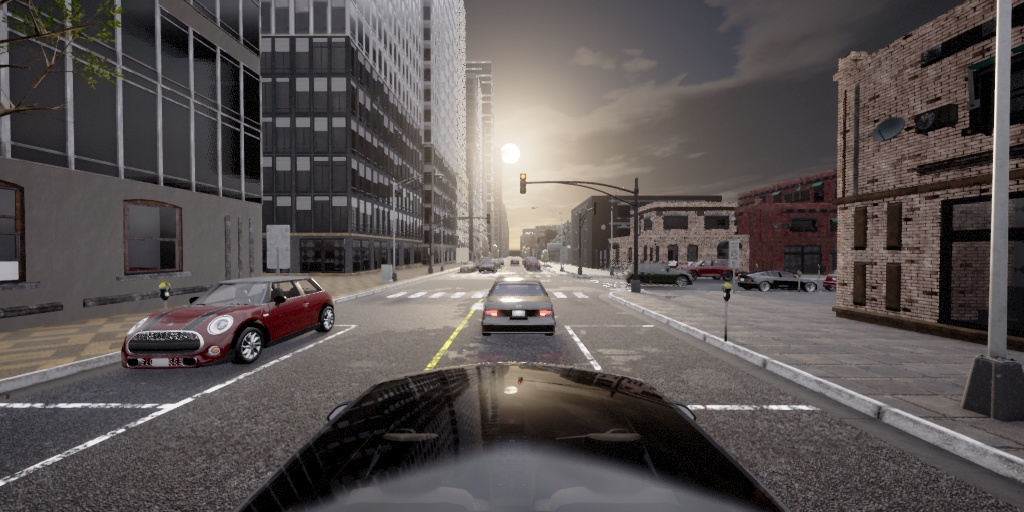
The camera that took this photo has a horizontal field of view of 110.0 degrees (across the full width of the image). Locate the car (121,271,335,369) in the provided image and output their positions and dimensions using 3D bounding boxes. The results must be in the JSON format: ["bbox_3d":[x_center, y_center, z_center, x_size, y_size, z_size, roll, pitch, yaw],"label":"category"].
[{"bbox_3d":[-5.654,1.188,7.774,1.967,1.591,4.097,0,0,0],"label":"car"}]

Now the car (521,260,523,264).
[{"bbox_3d":[3.094,1.051,62.542,2.192,1.841,5.009,0,0,0],"label":"car"}]

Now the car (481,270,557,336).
[{"bbox_3d":[0.157,1.295,10.338,2.033,1.411,5.357,0,0,0],"label":"car"}]

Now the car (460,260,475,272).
[{"bbox_3d":[-5.539,1.265,45.552,1.751,1.417,4.829,0,0,0],"label":"car"}]

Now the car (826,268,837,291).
[{"bbox_3d":[22.095,1.473,22.393,4.097,1.591,1.967,0,0,1],"label":"car"}]

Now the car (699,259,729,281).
[{"bbox_3d":[16.710,1.163,30.879,5.009,1.841,2.192,0,0,1],"label":"car"}]

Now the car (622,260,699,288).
[{"bbox_3d":[10.218,1.227,25.362,4.553,1.767,2.097,1,1,6],"label":"car"}]

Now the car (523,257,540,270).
[{"bbox_3d":[3.018,1.178,51.254,1.967,1.591,4.097,0,0,0],"label":"car"}]

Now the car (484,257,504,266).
[{"bbox_3d":[-2.732,1.228,55.857,2.128,1.511,4.902,0,0,0],"label":"car"}]

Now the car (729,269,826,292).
[{"bbox_3d":[16.548,1.546,22.501,4.313,1.339,1.948,0,0,1],"label":"car"}]

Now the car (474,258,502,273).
[{"bbox_3d":[-2.801,1.287,43.339,2.033,1.411,5.357,0,0,4],"label":"car"}]
